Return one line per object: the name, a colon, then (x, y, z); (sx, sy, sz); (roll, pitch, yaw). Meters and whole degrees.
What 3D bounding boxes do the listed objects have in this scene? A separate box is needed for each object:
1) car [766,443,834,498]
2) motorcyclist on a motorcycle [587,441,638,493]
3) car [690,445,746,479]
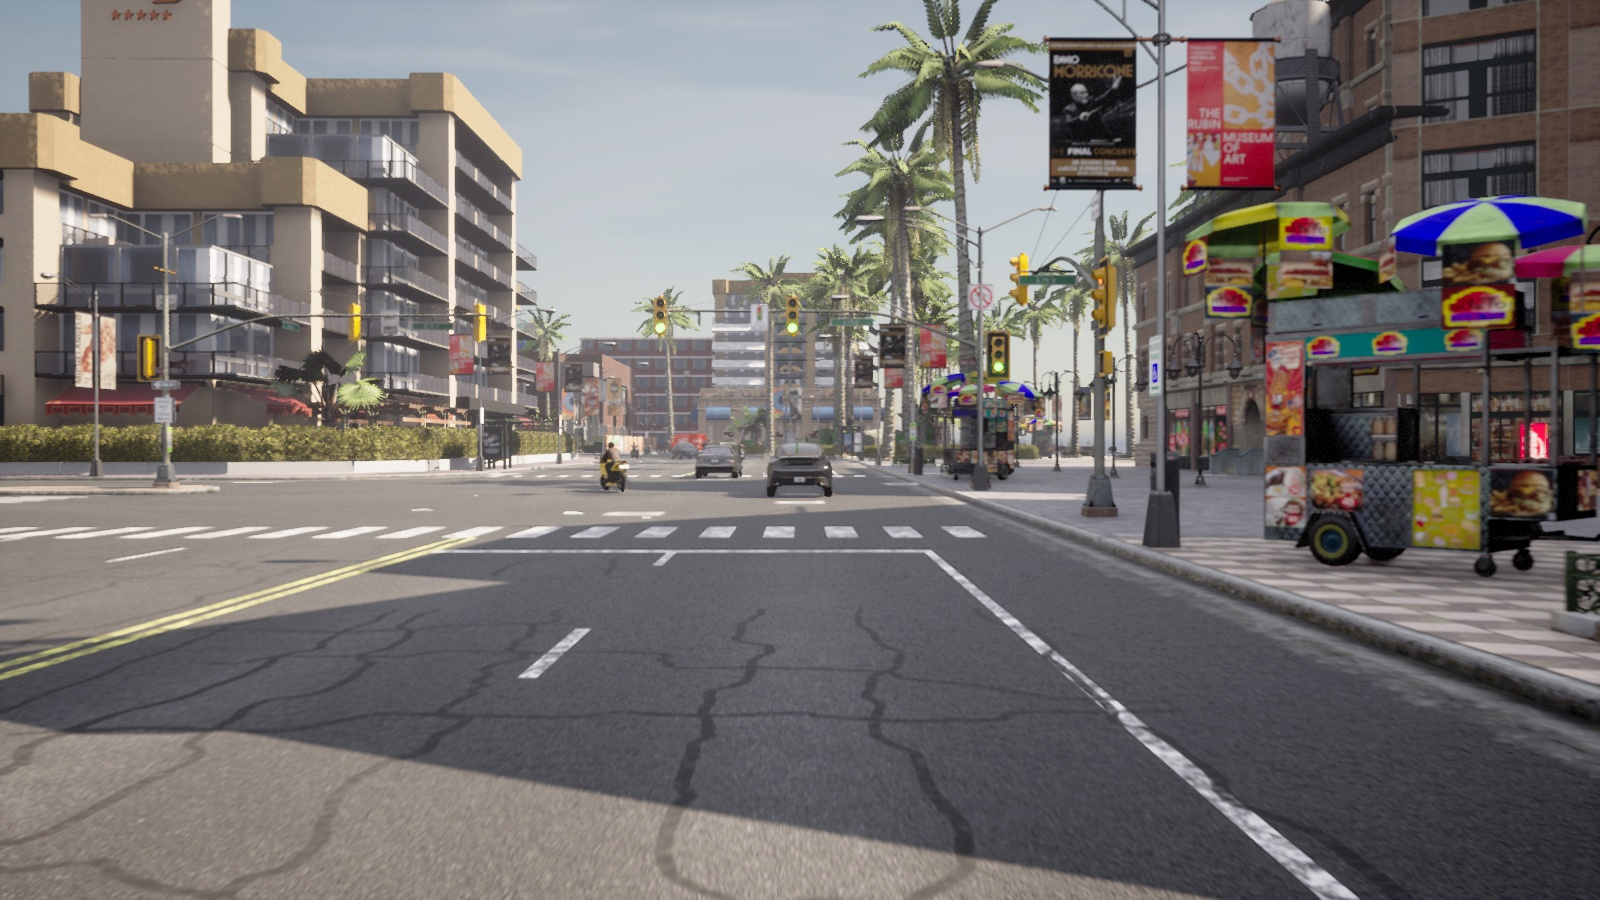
car: (-0.003, 0.545, 36.677); (1.837, 1.490, 4.892); (0, 0, 0)
motorcyclist on a motorcycle: (-5.742, 0.508, 38.349); (0.797, 1.523, 2.044); (-2, 1, -30)
car: (-3.490, 0.484, 54.637); (2.033, 1.411, 5.357); (0, 0, 1)
